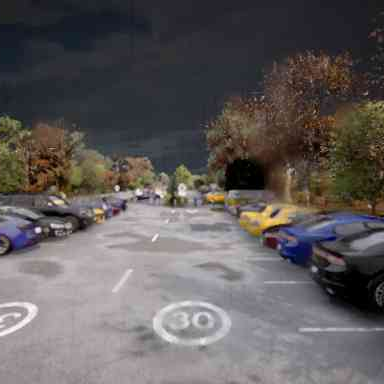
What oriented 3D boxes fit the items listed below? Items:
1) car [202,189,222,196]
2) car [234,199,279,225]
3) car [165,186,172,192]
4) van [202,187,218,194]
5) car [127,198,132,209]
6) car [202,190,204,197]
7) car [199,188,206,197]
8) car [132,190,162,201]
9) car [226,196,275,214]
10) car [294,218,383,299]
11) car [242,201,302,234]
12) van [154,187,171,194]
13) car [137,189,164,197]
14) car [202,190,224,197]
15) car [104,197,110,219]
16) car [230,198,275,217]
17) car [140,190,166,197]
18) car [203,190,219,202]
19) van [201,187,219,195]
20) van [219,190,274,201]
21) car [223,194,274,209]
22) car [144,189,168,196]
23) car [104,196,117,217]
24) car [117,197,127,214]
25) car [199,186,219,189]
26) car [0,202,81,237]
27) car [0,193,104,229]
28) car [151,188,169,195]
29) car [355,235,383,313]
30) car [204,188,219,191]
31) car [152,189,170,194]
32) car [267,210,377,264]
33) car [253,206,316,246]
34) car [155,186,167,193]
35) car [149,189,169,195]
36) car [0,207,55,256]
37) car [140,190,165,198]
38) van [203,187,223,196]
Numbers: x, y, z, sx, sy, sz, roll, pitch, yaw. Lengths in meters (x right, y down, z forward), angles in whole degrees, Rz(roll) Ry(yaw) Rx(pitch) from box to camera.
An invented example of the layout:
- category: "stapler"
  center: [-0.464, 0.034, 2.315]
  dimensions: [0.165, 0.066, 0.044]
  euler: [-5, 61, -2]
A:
- category: "car"
  center: [4.818, 0.079, 81.210]
  dimensions: [4.792, 1.488, 2.163]
  euler: [0, 2, 0]
- category: "car"
  center: [5.236, 1.332, 18.032]
  dimensions: [5.366, 1.575, 1.946]
  euler: [0, 1, 0]
- category: "car"
  center: [-8.105, 0.065, 81.131]
  dimensions: [5.366, 1.575, 1.946]
  euler: [0, 2, 0]
- category: "van"
  center: [4.904, -0.480, 92.146]
  dimensions: [4.442, 1.987, 1.878]
  euler: [0, 2, 0]
- category: "car"
  center: [-8.050, 1.105, 29.119]
  dimensions: [4.792, 1.488, 2.163]
  euler: [0, 2, 0]
- category: "car"
  center: [4.762, 0.746, 61.707]
  dimensions: [4.792, 1.488, 2.163]
  euler: [0, 2, 0]
- category: "car"
  center: [4.605, 0.522, 67.243]
  dimensions: [5.366, 1.575, 1.946]
  euler: [0, 2, 0]
- category: "car"
  center: [-8.317, 0.859, 58.938]
  dimensions: [4.792, 1.488, 2.163]
  euler: [0, 2, 0]
- category: "car"
  center: [5.058, 1.245, 23.736]
  dimensions: [4.674, 1.452, 2.002]
  euler: [0, 2, 0]
- category: "car"
  center: [5.038, 1.467, 7.001]
  dimensions: [5.008, 1.535, 2.097]
  euler: [0, 0, 0]
- category: "car"
  center: [5.234, 1.382, 15.237]
  dimensions: [5.366, 1.575, 1.946]
  euler: [0, 1, 0]
- category: "van"
  center: [-8.176, -0.466, 92.217]
  dimensions: [4.442, 1.987, 1.878]
  euler: [0, 1, 0]
- category: "car"
  center: [-8.283, 0.733, 61.711]
  dimensions: [5.008, 1.535, 2.097]
  euler: [0, 2, 0]
- category: "car"
  center: [4.762, 0.267, 75.548]
  dimensions: [4.792, 1.488, 2.163]
  euler: [0, 2, 0]
- category: "car"
  center: [-8.032, 1.294, 20.772]
  dimensions: [5.008, 1.535, 2.097]
  euler: [0, 1, 0]
- category: "car"
  center: [5.082, 1.306, 20.825]
  dimensions: [4.792, 1.488, 2.163]
  euler: [0, 1, 0]
- category: "car"
  center: [-8.475, 0.346, 72.809]
  dimensions: [5.366, 1.575, 1.946]
  euler: [0, 2, 0]
- category: "car"
  center: [4.787, 0.904, 56.292]
  dimensions: [5.008, 1.535, 2.097]
  euler: [0, 2, 0]
- category: "van"
  center: [4.680, -0.333, 86.592]
  dimensions: [4.442, 1.987, 1.878]
  euler: [0, 2, 0]
- category: "van"
  center: [4.932, 0.833, 29.186]
  dimensions: [4.442, 1.987, 1.878]
  euler: [-1, 1, 0]
- category: "car"
  center: [5.060, 1.169, 26.520]
  dimensions: [4.674, 1.452, 2.002]
  euler: [0, 2, 0]
- category: "car"
  center: [-8.476, 0.152, 78.479]
  dimensions: [5.366, 1.575, 1.946]
  euler: [0, 2, 0]
- category: "car"
  center: [-7.994, 1.101, 23.547]
  dimensions: [4.553, 1.767, 2.185]
  euler: [0, 1, 0]
- category: "car"
  center: [-7.994, 1.181, 26.336]
  dimensions: [4.792, 1.488, 2.163]
  euler: [0, 2, 0]
- category: "car"
  center: [4.819, 0.082, 72.770]
  dimensions: [5.566, 2.045, 2.435]
  euler: [0, 2, 0]
- category: "car"
  center: [-8.037, 1.403, 15.190]
  dimensions: [4.892, 1.521, 2.231]
  euler: [0, 1, 0]
- category: "car"
  center: [-8.001, 1.102, 17.974]
  dimensions: [5.566, 2.045, 2.435]
  euler: [0, 1, 0]
- category: "car"
  center: [-8.260, -0.219, 86.672]
  dimensions: [4.553, 1.767, 2.185]
  euler: [0, 2, 0]
- category: "car"
  center: [5.035, 1.478, 4.083]
  dimensions: [4.892, 1.521, 2.231]
  euler: [0, 0, 0]
- category: "car"
  center: [4.823, 0.683, 59.058]
  dimensions: [4.553, 1.767, 2.185]
  euler: [0, 2, 0]
- category: "car"
  center: [-8.262, -0.139, 89.448]
  dimensions: [4.792, 1.488, 2.163]
  euler: [0, 1, 0]
- category: "car"
  center: [5.040, 1.449, 9.791]
  dimensions: [5.008, 1.535, 2.097]
  euler: [0, 1, 0]
- category: "car"
  center: [5.018, 1.452, 12.582]
  dimensions: [4.792, 1.488, 2.163]
  euler: [0, 1, 0]
- category: "car"
  center: [-8.260, 0.386, 64.477]
  dimensions: [5.566, 2.045, 2.435]
  euler: [0, 2, 0]
- category: "car"
  center: [-8.297, -0.014, 83.897]
  dimensions: [4.892, 1.521, 2.231]
  euler: [0, 2, 0]
- category: "car"
  center: [-8.062, 1.471, 12.411]
  dimensions: [4.792, 1.488, 2.163]
  euler: [0, 0, 0]
- category: "car"
  center: [-8.283, 0.446, 70.035]
  dimensions: [4.892, 1.521, 2.231]
  euler: [0, 2, 0]
- category: "van"
  center: [4.906, -0.086, 78.432]
  dimensions: [4.442, 1.987, 1.878]
  euler: [0, 2, 0]
